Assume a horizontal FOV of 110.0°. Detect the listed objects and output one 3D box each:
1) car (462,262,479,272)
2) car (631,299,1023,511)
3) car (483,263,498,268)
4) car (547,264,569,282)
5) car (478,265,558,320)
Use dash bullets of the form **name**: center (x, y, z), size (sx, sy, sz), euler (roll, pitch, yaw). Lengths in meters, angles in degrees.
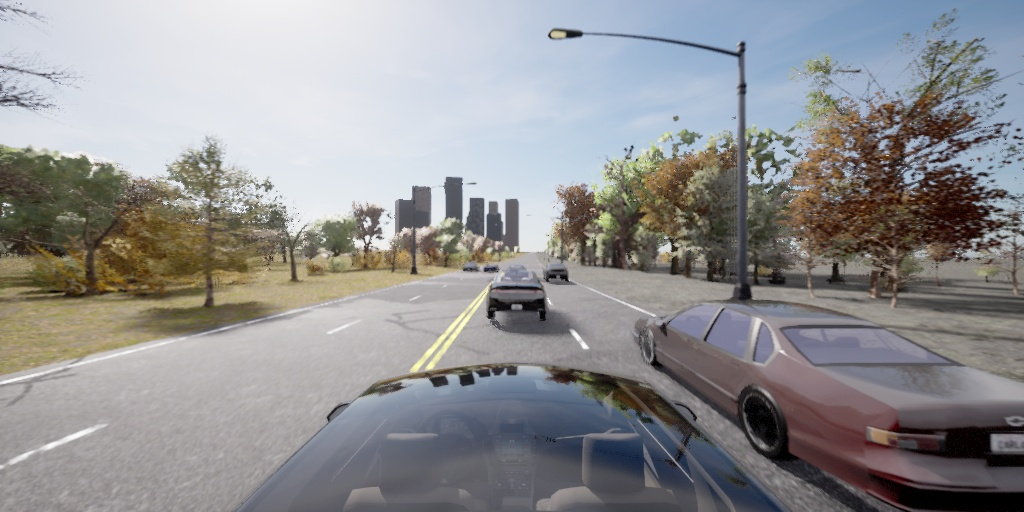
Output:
- **car**: center (-5.797, 1.538, 50.979), size (1.994, 1.385, 4.181), euler (0, 0, 2)
- **car**: center (3.372, 1.314, 4.936), size (2.033, 1.411, 5.357), euler (0, 0, 0)
- **car**: center (-2.681, 1.562, 47.196), size (1.895, 1.301, 4.718), euler (0, 0, 2)
- **car**: center (3.619, 1.376, 30.203), size (1.837, 1.490, 4.892), euler (1, 0, 1)
- **car**: center (0.155, 1.239, 12.536), size (2.128, 1.511, 4.902), euler (1, 0, 0)
